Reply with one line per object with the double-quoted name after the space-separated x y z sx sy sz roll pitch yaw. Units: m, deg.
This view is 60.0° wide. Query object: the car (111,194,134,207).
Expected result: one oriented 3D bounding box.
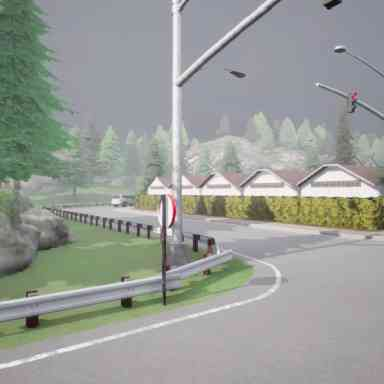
-10.454 1.398 53.907 2.150 2.045 5.566 0 0 36 "car"
